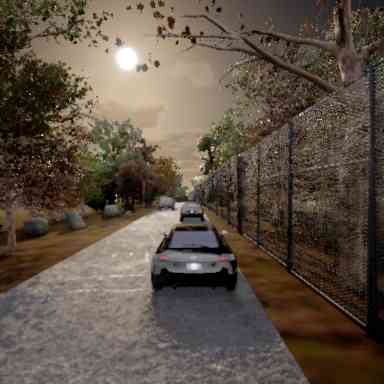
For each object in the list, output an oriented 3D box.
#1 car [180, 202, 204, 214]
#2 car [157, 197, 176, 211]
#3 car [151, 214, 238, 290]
[{"bbox_3d":[0.000,1.462,26.432,2.033,1.411,5.357,0,0,0],"label":"car"},{"bbox_3d":[-3.008,1.425,39.770,1.837,1.490,4.892,0,0,0],"label":"car"},{"bbox_3d":[0.051,1.534,9.036,1.994,1.385,4.181,0,0,0],"label":"car"}]
